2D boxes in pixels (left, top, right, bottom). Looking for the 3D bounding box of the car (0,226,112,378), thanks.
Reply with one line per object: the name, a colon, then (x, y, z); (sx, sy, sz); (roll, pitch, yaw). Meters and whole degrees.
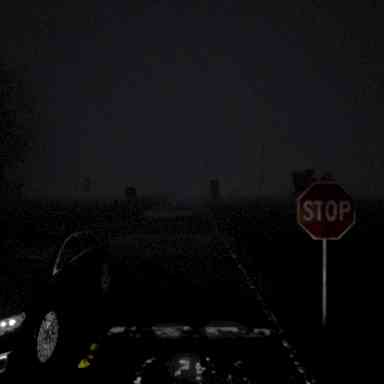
car: (-2.746, 1.426, 5.745); (2.128, 1.511, 4.902); (0, 1, 0)
